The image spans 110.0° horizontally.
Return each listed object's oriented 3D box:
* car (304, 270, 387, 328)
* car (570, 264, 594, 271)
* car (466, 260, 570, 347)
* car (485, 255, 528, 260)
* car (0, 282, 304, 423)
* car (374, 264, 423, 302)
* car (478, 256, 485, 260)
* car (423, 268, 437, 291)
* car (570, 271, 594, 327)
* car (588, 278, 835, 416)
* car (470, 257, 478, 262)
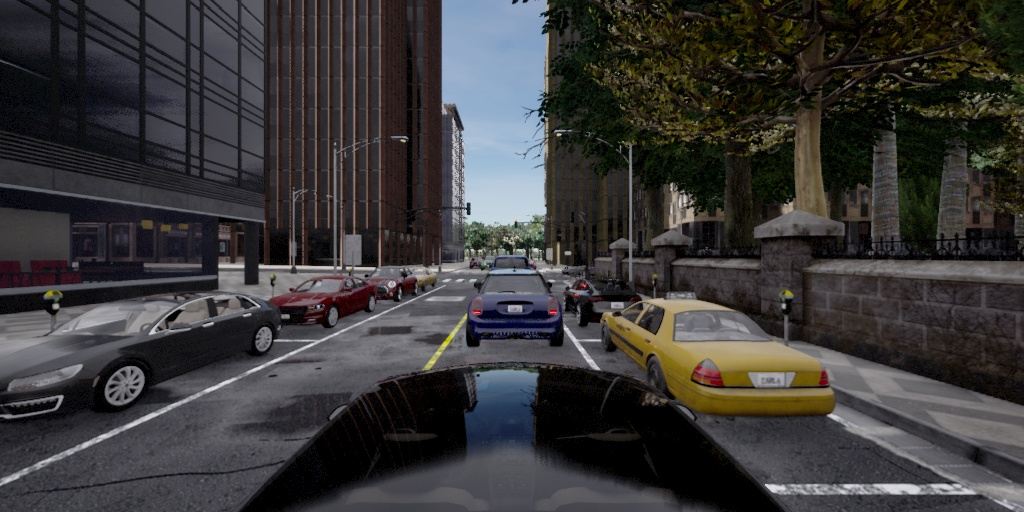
[{"bbox_3d":[-5.785,1.303,11.385,1.888,1.381,4.507,0,0,0],"label":"car"},{"bbox_3d":[7.859,1.513,37.035,5.357,1.411,2.033,1,0,0],"label":"car"},{"bbox_3d":[0.036,1.108,9.508,2.097,1.767,4.553,0,0,-1],"label":"car"},{"bbox_3d":[-0.034,0.986,18.943,2.150,2.045,5.566,0,0,0],"label":"car"},{"bbox_3d":[-5.772,1.304,5.928,2.007,1.370,4.403,0,0,0],"label":"car"},{"bbox_3d":[-5.797,1.203,16.842,1.967,1.591,4.097,0,0,0],"label":"car"},{"bbox_3d":[-3.213,1.022,51.183,2.150,2.045,5.566,0,0,-1],"label":"car"},{"bbox_3d":[-5.809,1.293,22.129,1.751,1.417,4.829,0,0,0],"label":"car"},{"bbox_3d":[2.740,1.324,11.406,1.948,1.339,4.313,0,0,0],"label":"car"},{"bbox_3d":[2.752,1.279,6.119,1.751,1.417,4.829,0,0,0],"label":"car"},{"bbox_3d":[-5.893,1.126,59.706,2.192,1.841,5.009,0,0,0],"label":"car"}]
